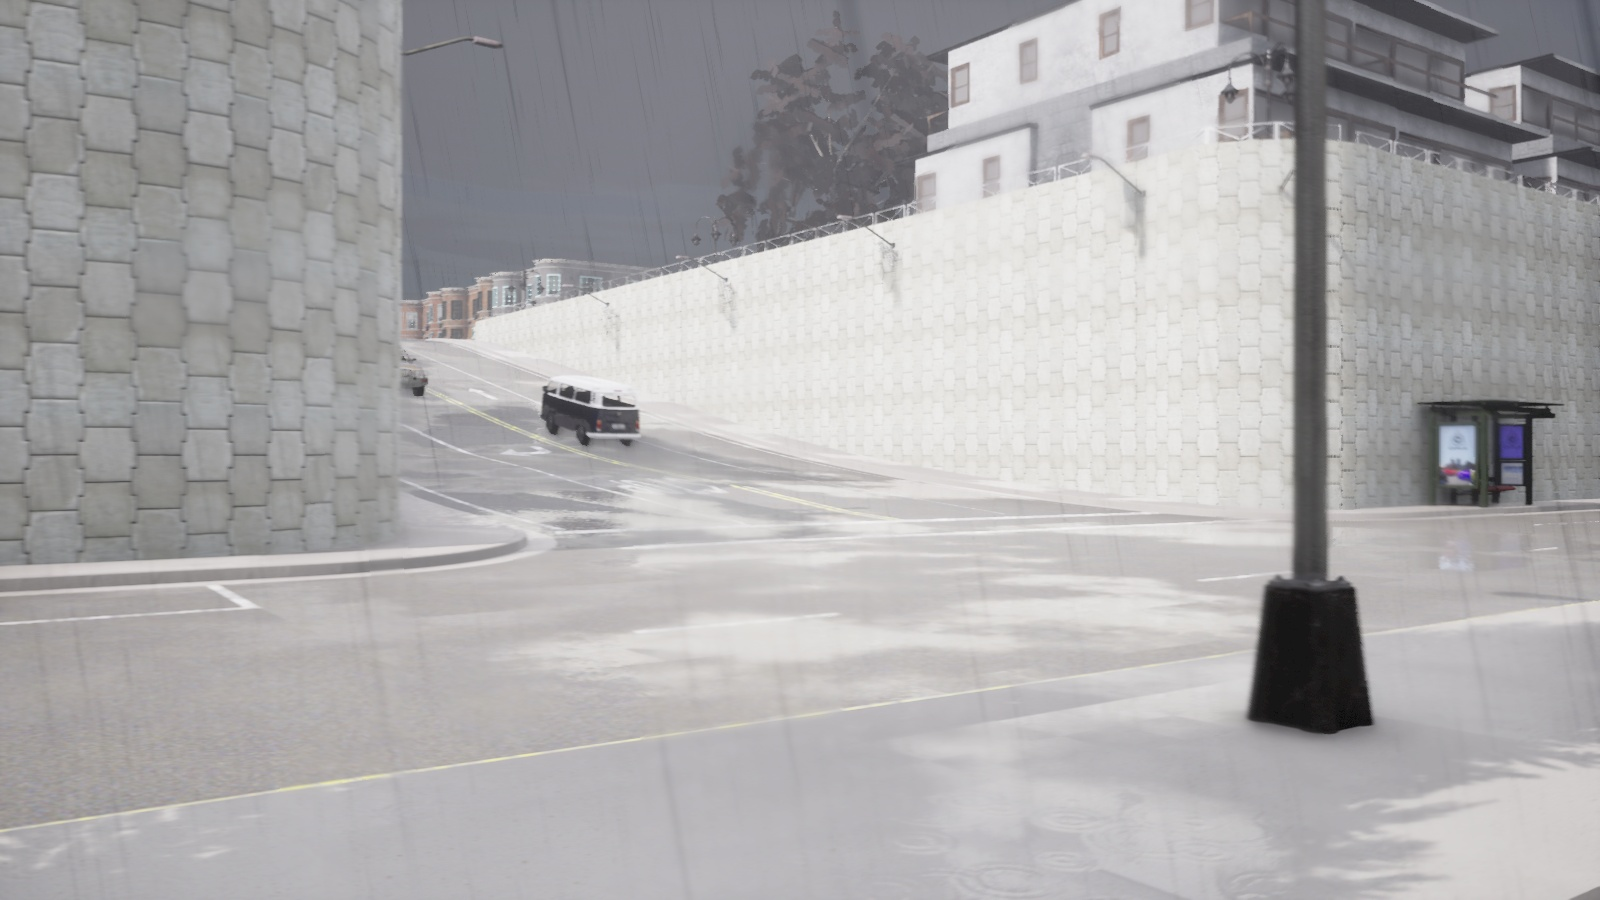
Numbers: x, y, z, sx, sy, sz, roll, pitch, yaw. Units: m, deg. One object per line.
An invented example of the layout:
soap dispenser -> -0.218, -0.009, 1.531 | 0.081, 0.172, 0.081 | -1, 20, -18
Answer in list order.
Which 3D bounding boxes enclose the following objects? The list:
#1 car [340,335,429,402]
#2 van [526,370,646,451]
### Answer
car -> -15.841, -3.115, 47.747 | 1.932, 1.855, 4.605 | 0, 11, -35
van -> -7.081, -1.340, 41.245 | 2.069, 2.038, 4.480 | 0, 9, -35
